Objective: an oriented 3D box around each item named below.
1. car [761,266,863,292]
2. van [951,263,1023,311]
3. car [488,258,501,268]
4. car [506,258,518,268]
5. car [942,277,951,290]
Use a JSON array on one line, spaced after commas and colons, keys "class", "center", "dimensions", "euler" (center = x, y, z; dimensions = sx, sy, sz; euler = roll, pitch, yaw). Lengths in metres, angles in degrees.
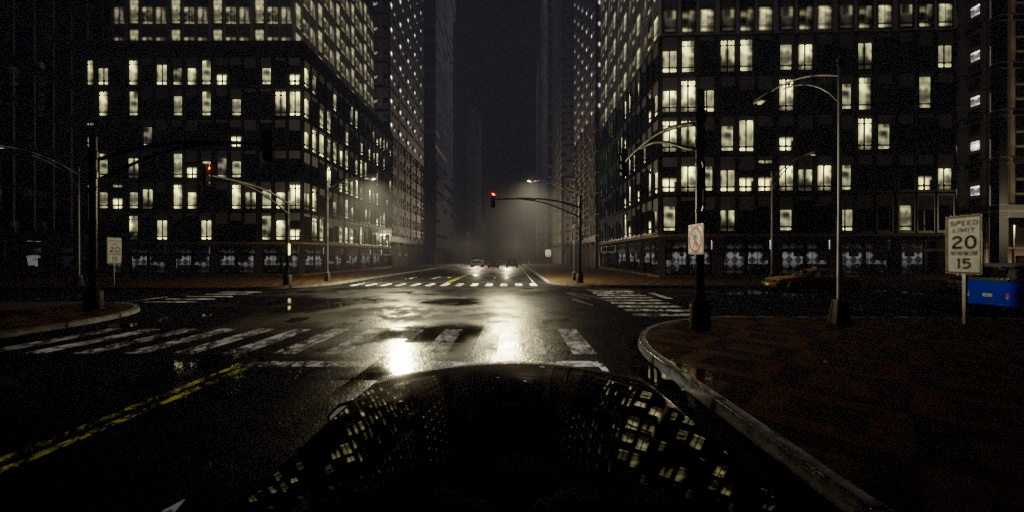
[{"class": "car", "center": [17.092, 1.290, 20.562], "dimensions": [4.829, 1.417, 1.751], "euler": [0, 0, 2]}, {"class": "van", "center": [18.361, 1.117, 12.390], "dimensions": [3.998, 1.789, 1.690], "euler": [0, 0, 2]}, {"class": "car", "center": [-3.237, 1.453, 63.180], "dimensions": [1.895, 1.301, 4.718], "euler": [0, 0, 0]}, {"class": "car", "center": [0.014, 1.205, 63.536], "dimensions": [2.097, 1.767, 4.553], "euler": [0, 0, 0]}, {"class": "car", "center": [26.926, 1.354, 20.075], "dimensions": [4.207, 1.307, 1.802], "euler": [0, 0, 2]}]
